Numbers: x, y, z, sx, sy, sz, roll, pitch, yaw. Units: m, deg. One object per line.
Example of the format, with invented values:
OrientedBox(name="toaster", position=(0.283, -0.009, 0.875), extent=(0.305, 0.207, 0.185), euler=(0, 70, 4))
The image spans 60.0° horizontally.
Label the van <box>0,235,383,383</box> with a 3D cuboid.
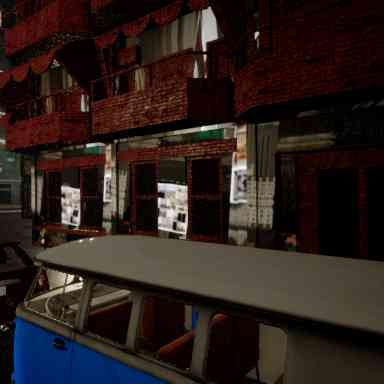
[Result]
OrientedBox(name="van", position=(0.184, 1.341, 2.604), extent=(3.998, 1.788, 1.690), euler=(0, -1, 36))
